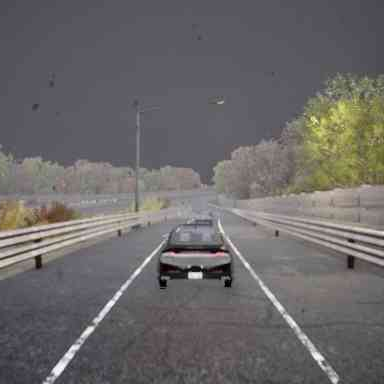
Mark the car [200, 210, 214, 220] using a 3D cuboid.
[{"bbox_3d":[2.168,3.183,46.838,1.895,1.301,4.718,0,-2,4],"label":"car"}]

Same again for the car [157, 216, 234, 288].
[{"bbox_3d":[0.111,1.669,9.681,2.128,1.511,4.902,0,-1,1],"label":"car"}]

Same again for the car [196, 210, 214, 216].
[{"bbox_3d":[1.329,2.696,35.703,2.033,1.411,5.357,0,-2,4],"label":"car"}]
